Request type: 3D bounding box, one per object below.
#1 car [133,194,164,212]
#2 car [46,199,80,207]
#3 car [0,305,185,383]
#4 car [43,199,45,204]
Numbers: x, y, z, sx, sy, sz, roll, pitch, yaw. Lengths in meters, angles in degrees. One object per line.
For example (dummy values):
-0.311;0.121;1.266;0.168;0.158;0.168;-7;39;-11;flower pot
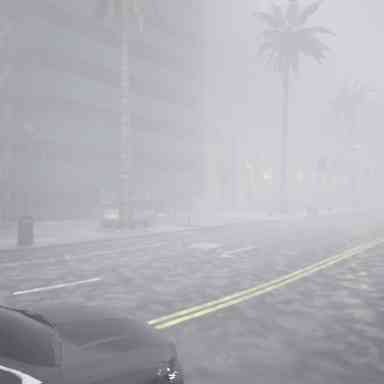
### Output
-5.359;1.257;39.906;2.435;2.045;5.566;0;0;42;car
-19.711;1.715;51.607;1.895;1.301;4.718;0;0;42;car
-2.316;1.511;2.287;4.892;1.490;1.837;1;0;-36;car
-28.085;1.687;59.646;2.161;1.482;4.786;0;0;42;car
